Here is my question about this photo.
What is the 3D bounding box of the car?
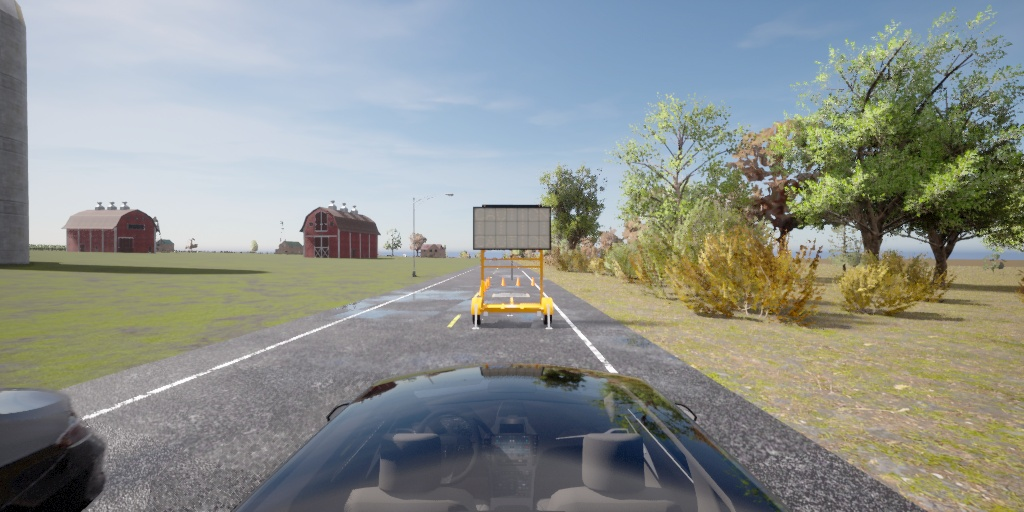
[{"bbox_3d":[-3.513,1.276,0.348,1.812,1.442,4.674,0,0,0],"label":"car"}]

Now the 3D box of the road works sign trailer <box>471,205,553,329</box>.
[{"bbox_3d":[-0.001,0.212,11.169,2.380,3.560,2.880,0,0,-1],"label":"road works sign trailer"}]
